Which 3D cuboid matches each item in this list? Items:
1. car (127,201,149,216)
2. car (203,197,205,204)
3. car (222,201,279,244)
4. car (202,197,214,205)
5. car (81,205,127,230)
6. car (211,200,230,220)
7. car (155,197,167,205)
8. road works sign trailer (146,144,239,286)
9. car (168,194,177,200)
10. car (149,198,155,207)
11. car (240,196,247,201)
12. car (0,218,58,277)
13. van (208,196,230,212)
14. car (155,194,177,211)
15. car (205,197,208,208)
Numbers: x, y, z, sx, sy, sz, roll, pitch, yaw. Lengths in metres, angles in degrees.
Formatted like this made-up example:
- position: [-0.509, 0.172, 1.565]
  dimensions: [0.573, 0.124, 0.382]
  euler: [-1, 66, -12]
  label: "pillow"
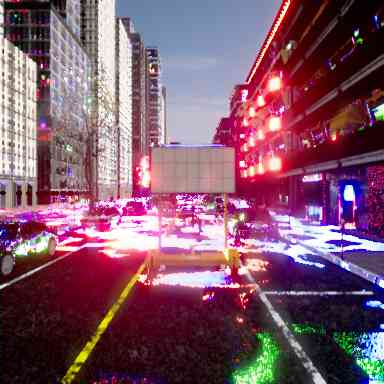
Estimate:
- position: [-5.607, 1.578, 32.329]
  dimensions: [1.802, 1.307, 4.206]
  euler: [0, 0, 0]
  label: "car"
- position: [2.816, 1.551, 48.904]
  dimensions: [2.008, 1.369, 4.403]
  euler: [0, 0, 0]
  label: "car"
- position: [2.730, 1.434, 15.708]
  dimensions: [1.967, 1.590, 4.097]
  euler: [0, 0, 0]
  label: "car"
- position: [2.844, 1.558, 59.970]
  dimensions: [2.008, 1.369, 4.403]
  euler: [0, 0, 0]
  label: "car"
- position: [-5.636, 1.519, 21.093]
  dimensions: [1.752, 1.417, 4.829]
  euler: [0, 0, 0]
  label: "car"
- position: [2.759, 1.577, 26.774]
  dimensions: [1.802, 1.307, 4.206]
  euler: [0, 0, 0]
  label: "car"
- position: [-5.536, 1.552, 59.991]
  dimensions: [1.887, 1.381, 4.507]
  euler: [0, 0, 0]
  label: "car"
- position: [0.024, 0.460, 9.384]
  dimensions: [2.380, 3.560, 2.880]
  euler: [0, 0, 0]
  label: "road works sign trailer"
- position: [-5.453, 1.359, 92.380]
  dimensions: [2.192, 1.841, 5.009]
  euler: [0, 0, 0]
  label: "car"
- position: [-5.565, 1.526, 48.756]
  dimensions: [1.752, 1.417, 4.829]
  euler: [0, 0, 0]
  label: "car"
- position: [13.631, 1.366, 79.348]
  dimensions: [4.403, 1.369, 2.008]
  euler: [-1, 1, 0]
  label: "car"
- position: [-5.664, 1.540, 10.197]
  dimensions: [1.887, 1.381, 4.507]
  euler: [0, 0, 0]
  label: "car"
- position: [2.773, 1.337, 32.306]
  dimensions: [1.690, 1.788, 3.998]
  euler: [0, 0, 0]
  label: "van"
- position: [-2.974, 1.350, 41.253]
  dimensions: [2.097, 1.767, 4.553]
  euler: [0, 0, 0]
  label: "car"
- position: [2.787, 1.437, 37.839]
  dimensions: [1.967, 1.590, 4.097]
  euler: [0, 0, 0]
  label: "car"
